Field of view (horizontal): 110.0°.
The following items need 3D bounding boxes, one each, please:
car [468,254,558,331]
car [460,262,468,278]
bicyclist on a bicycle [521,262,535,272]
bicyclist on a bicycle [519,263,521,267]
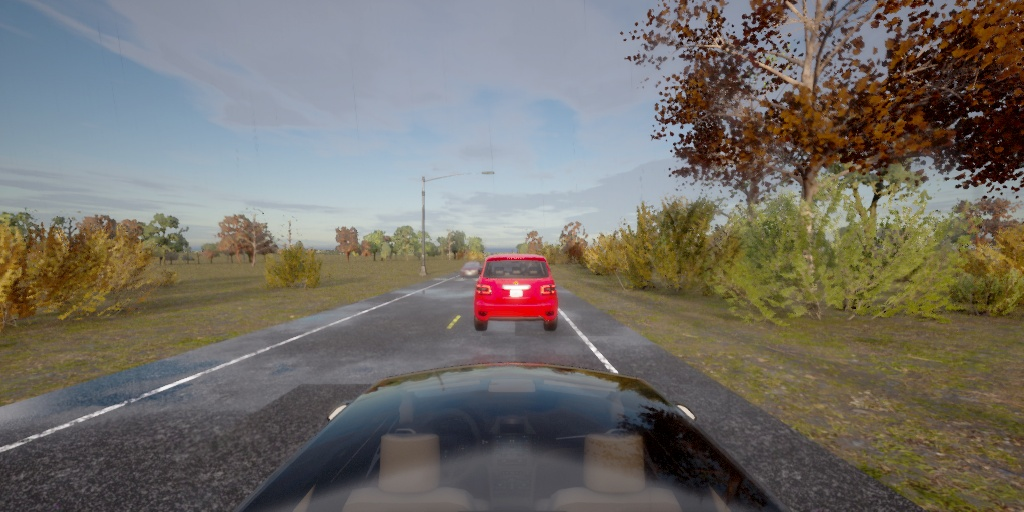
[{"bbox_3d":[0.093,0.967,11.091,2.150,2.045,5.566,0,0,0],"label":"car"},{"bbox_3d":[-3.684,1.262,33.576,1.812,1.442,4.674,0,0,0],"label":"car"},{"bbox_3d":[0.945,1.112,18.797,0.659,1.776,1.843,0,0,0],"label":"bicyclist on a bicycle"},{"bbox_3d":[0.907,1.108,28.810,0.659,1.776,1.843,0,0,0],"label":"bicyclist on a bicycle"}]
